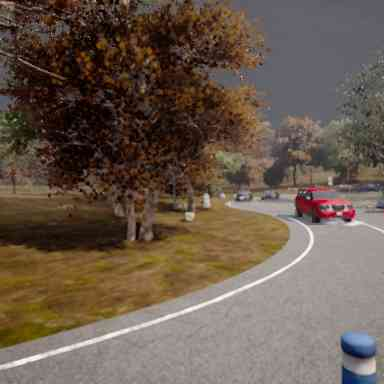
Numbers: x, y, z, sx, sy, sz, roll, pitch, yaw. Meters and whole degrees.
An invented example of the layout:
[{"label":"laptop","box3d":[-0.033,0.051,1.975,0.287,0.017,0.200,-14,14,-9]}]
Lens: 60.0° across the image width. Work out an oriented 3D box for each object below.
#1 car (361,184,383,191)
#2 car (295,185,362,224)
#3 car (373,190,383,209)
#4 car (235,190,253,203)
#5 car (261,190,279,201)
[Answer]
[{"label":"car","box3d":[29.505,-0.630,55.721,4.674,1.442,1.812,-1,2,8]},{"label":"car","box3d":[8.266,0.783,21.290,2.150,2.045,5.566,-2,2,1]},{"label":"car","box3d":[15.999,0.768,23.421,5.357,1.411,2.033,-1,2,38]},{"label":"car","box3d":[6.746,0.526,43.131,2.128,1.511,4.902,-2,2,15]},{"label":"car","box3d":[10.352,0.442,44.045,1.994,1.385,4.181,-2,2,22]}]
